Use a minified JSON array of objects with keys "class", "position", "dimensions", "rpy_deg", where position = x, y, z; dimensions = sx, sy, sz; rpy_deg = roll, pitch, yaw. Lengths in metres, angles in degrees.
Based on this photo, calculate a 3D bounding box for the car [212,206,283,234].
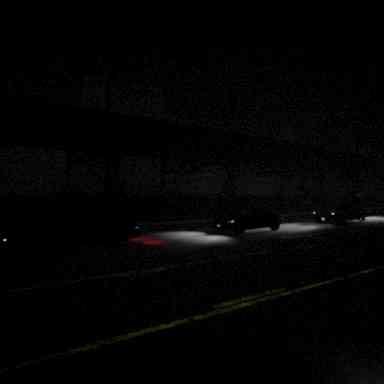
[{"class":"car","position":[3.325,1.534,19.258],"dimensions":[4.674,1.442,1.812],"rpy_deg":[0,0,-36]}]

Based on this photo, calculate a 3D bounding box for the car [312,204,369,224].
[{"class":"car","position":[11.043,1.575,24.715],"dimensions":[4.718,1.301,1.895],"rpy_deg":[0,0,-35]}]

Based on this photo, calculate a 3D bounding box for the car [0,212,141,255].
[{"class":"car","position":[-4.776,1.554,13.492],"dimensions":[5.357,1.411,2.033],"rpy_deg":[0,0,-36]}]
